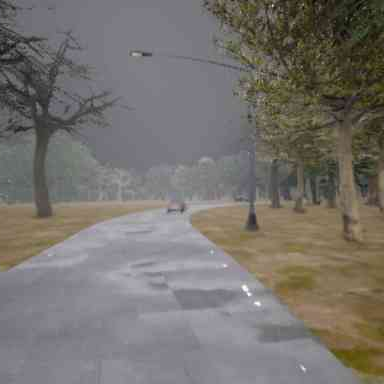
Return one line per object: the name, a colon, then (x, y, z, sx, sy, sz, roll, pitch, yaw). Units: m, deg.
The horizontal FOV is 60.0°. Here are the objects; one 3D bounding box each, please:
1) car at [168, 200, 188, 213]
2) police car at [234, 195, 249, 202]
car: (-1.696, 1.752, 40.700, 2.033, 1.649, 4.856, -2, -1, 7)
police car: (11.176, 1.470, 74.767, 1.930, 1.638, 5.238, -1, -1, 35)
